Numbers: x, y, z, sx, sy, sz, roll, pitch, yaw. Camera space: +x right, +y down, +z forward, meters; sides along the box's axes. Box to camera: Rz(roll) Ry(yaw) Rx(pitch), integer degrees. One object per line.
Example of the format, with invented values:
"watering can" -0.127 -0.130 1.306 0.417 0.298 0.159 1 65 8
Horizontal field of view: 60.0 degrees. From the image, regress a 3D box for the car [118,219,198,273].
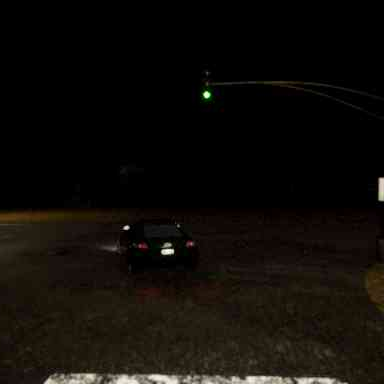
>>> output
"car" -1.243 1.586 10.914 1.994 1.385 4.181 0 0 -17
